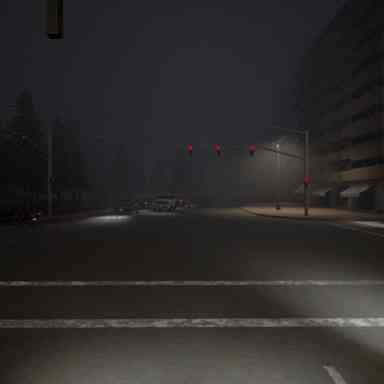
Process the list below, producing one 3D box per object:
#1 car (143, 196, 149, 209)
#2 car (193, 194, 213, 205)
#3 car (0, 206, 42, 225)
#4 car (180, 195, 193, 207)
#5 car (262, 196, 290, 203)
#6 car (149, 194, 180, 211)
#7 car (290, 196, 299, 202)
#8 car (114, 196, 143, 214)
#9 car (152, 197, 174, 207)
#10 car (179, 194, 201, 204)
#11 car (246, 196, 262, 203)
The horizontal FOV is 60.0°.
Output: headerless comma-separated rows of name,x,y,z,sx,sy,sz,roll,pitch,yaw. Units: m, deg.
car,-6.370,1.352,44.371,2.097,1.767,4.553,0,0,7
car,2.071,1.492,59.867,2.128,1.511,4.902,0,0,30
car,-13.552,1.657,23.924,4.718,1.301,1.895,0,0,0
car,-1.813,1.352,50.398,2.097,1.767,4.553,0,0,16
car,16.687,1.478,66.078,5.008,1.535,1.882,0,0,-39
car,-3.272,1.221,40.398,2.150,2.045,5.566,0,0,6
car,21.938,1.525,73.634,4.902,1.511,2.128,0,0,-22
car,-6.921,1.492,35.280,2.128,1.511,4.902,0,0,2
car,-4.622,1.526,53.072,1.812,1.442,4.674,0,0,18
car,-0.271,1.351,62.682,2.097,1.767,4.553,0,0,32
car,13.142,1.478,68.108,5.008,1.535,1.882,0,0,-41
